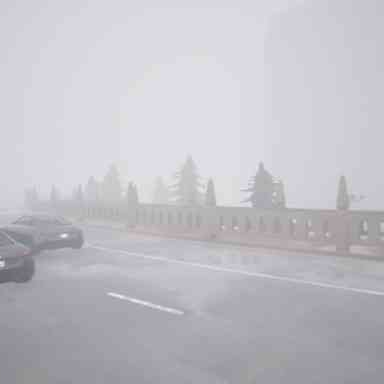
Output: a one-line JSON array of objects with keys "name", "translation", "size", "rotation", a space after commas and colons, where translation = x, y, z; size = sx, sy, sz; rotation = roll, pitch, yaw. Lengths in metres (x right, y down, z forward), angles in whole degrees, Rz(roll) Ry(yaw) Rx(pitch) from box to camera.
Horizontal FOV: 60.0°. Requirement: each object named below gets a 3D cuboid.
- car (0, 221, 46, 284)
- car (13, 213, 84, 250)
[{"name": "car", "translation": [-5.821, 1.564, 8.563], "size": [4.181, 1.385, 1.994], "rotation": [0, 0, 39]}, {"name": "car", "translation": [-6.177, 1.564, 13.459], "size": [4.181, 1.385, 1.994], "rotation": [0, 0, 41]}]
